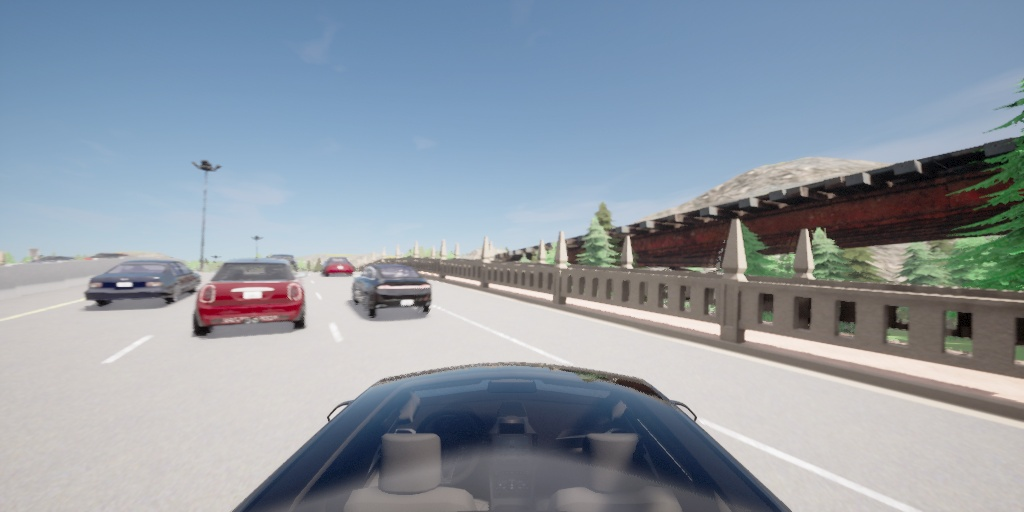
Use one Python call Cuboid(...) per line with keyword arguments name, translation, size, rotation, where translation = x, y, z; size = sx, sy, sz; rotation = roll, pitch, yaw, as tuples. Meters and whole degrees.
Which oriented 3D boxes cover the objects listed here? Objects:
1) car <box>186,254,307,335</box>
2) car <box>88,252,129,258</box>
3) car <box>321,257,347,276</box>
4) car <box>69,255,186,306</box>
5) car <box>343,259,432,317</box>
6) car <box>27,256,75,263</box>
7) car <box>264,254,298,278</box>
Cuboid(name="car", translation=(-6.814, 0.836, 9.738), size=(2.097, 1.767, 4.553), rotation=(1, 1, -31))
Cuboid(name="car", translation=(-37.716, 0.686, 33.725), size=(2.150, 2.045, 5.566), rotation=(1, -5, -31))
Cuboid(name="car", translation=(-13.139, 0.768, 27.032), size=(1.994, 1.385, 4.181), rotation=(1, 0, -31))
Cuboid(name="car", translation=(-12.681, 0.834, 12.695), size=(2.033, 1.411, 5.357), rotation=(1, 1, -31))
Cuboid(name="car", translation=(-4.173, 1.035, 12.130), size=(2.128, 1.511, 4.902), rotation=(1, 1, -31))
Cuboid(name="car", translation=(-40.752, 0.761, 31.977), size=(2.097, 1.767, 4.553), rotation=(1, -5, -31))
Cuboid(name="car", translation=(-16.045, 0.634, 25.077), size=(1.837, 1.490, 4.892), rotation=(1, 0, -31))
